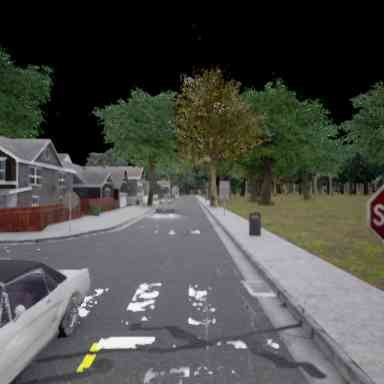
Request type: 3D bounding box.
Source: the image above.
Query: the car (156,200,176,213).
[{"bbox_3d":[-2.792,1.558,35.885,1.895,1.301,4.718,0,0,0],"label":"car"}]

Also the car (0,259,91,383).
[{"bbox_3d":[-2.758,1.594,3.816,1.895,1.301,4.718,0,0,0],"label":"car"}]
